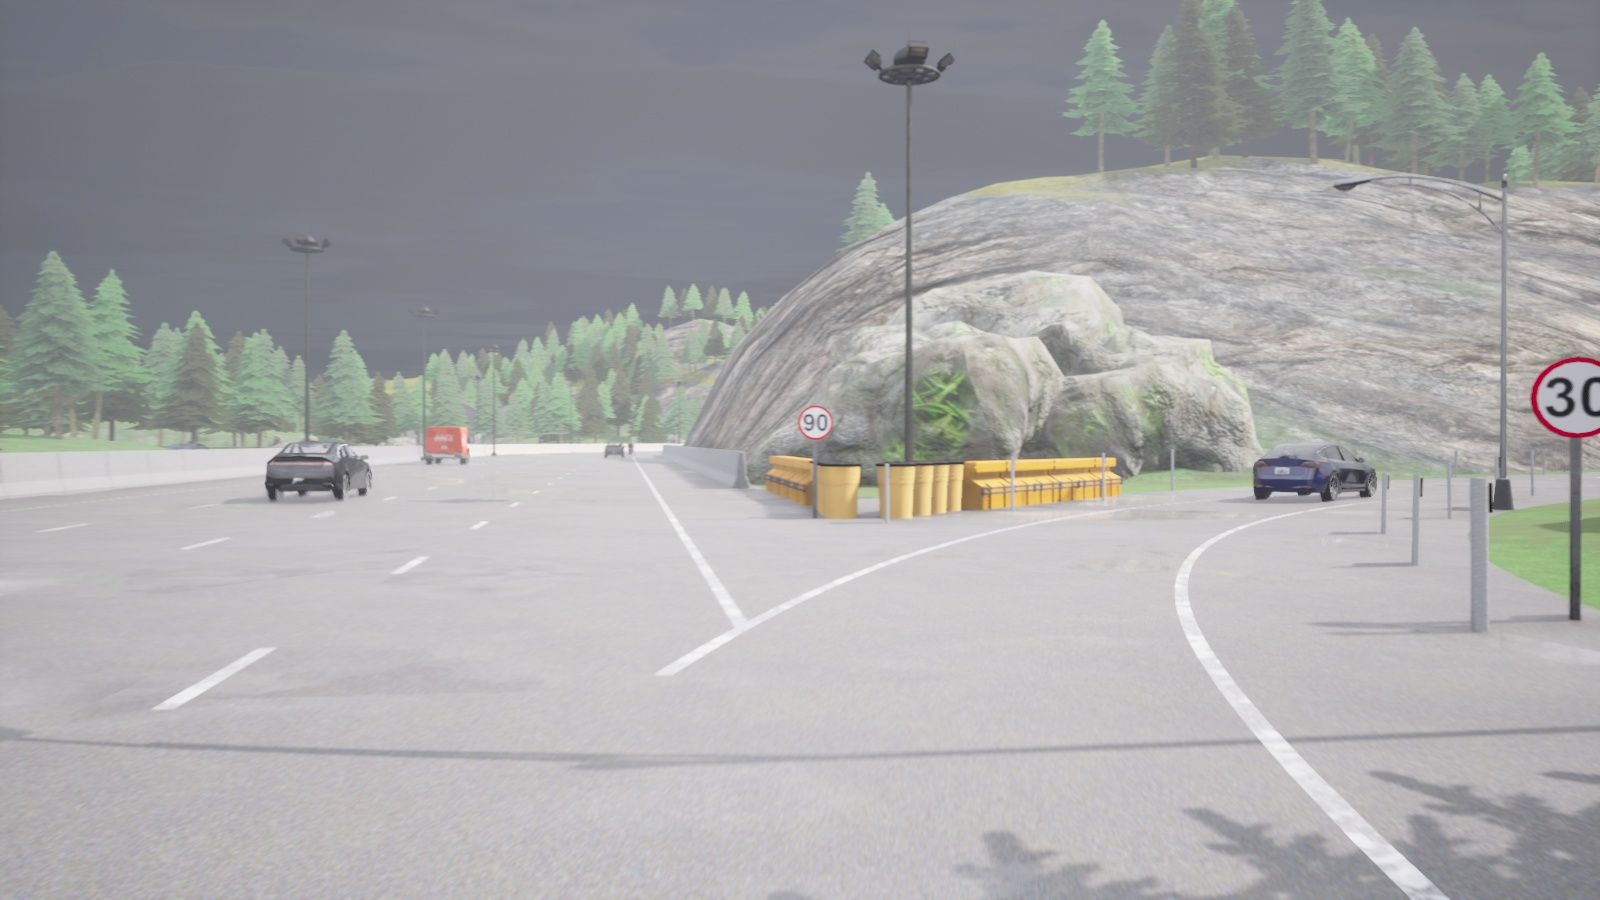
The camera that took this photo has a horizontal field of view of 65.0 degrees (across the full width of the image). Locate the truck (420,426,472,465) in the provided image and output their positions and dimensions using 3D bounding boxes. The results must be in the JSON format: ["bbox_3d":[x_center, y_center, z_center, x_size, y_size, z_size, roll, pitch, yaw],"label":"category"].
[{"bbox_3d":[-23.256,-0.323,82.628,2.627,2.467,5.204,0,0,-8],"label":"truck"}]

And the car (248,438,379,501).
[{"bbox_3d":[-12.594,0.462,32.848,2.128,1.511,4.902,0,0,-8],"label":"car"}]

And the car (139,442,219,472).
[{"bbox_3d":[-31.047,0.316,62.950,2.033,1.411,5.357,0,0,-8],"label":"car"}]

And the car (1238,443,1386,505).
[{"bbox_3d":[13.539,0.569,33.069,2.163,1.488,4.792,0,1,41],"label":"car"}]
